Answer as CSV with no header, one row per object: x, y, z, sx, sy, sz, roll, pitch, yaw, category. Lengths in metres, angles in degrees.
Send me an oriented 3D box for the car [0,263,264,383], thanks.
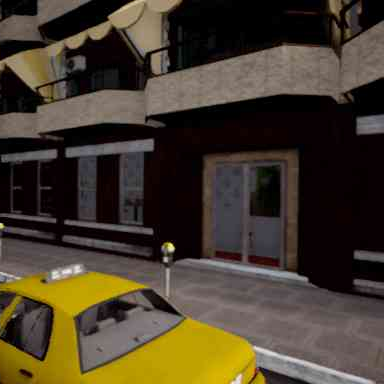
-1.626,1.518,3.871,4.829,1.417,1.752,0,1,36,car
